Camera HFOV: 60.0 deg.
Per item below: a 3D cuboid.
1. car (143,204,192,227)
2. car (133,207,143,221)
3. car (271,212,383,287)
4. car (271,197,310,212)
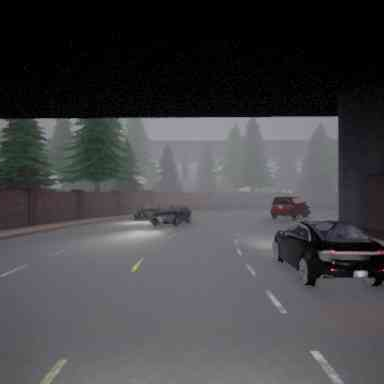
[{"bbox_3d":[-1.392,1.669,24.485,2.128,1.511,4.902,0,0,17],"label":"car"},{"bbox_3d":[-3.442,1.776,29.312,1.994,1.385,4.181,0,0,21],"label":"car"},{"bbox_3d":[3.672,1.562,9.565,2.128,1.511,4.902,0,0,1],"label":"car"},{"bbox_3d":[9.201,1.446,30.948,2.150,2.045,5.566,-1,-1,35],"label":"car"}]
